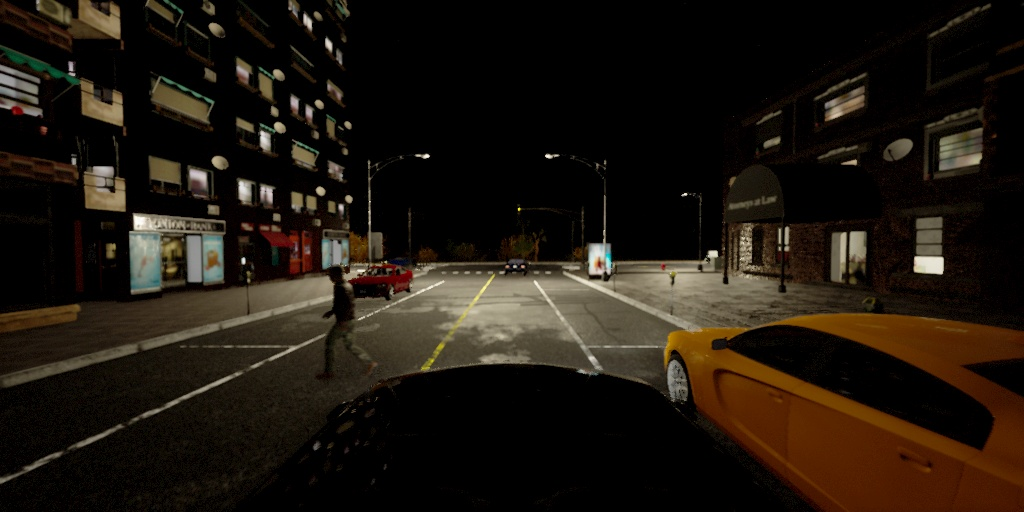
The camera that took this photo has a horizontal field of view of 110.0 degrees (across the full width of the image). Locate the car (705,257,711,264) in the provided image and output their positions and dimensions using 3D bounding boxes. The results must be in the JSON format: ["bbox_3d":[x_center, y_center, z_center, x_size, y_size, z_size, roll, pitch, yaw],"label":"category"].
[{"bbox_3d":[28.427,0.418,47.837,4.718,1.301,1.895,0,2,1],"label":"car"}]

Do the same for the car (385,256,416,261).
[{"bbox_3d":[-14.096,0.734,44.856,4.181,1.385,1.994,0,1,3],"label":"car"}]

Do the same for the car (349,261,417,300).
[{"bbox_3d":[-5.687,1.083,15.946,1.888,1.381,4.507,0,0,0],"label":"car"}]

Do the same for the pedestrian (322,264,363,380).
[{"bbox_3d":[-2.663,0.987,5.613,0.375,1.860,0.375,-1,2,-3],"label":"pedestrian"}]

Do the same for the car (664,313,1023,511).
[{"bbox_3d":[3.000,1.210,2.919,1.882,1.535,5.008,0,1,0],"label":"car"}]

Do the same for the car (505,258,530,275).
[{"bbox_3d":[0.509,0.863,30.927,2.033,1.411,5.357,0,1,6],"label":"car"}]
